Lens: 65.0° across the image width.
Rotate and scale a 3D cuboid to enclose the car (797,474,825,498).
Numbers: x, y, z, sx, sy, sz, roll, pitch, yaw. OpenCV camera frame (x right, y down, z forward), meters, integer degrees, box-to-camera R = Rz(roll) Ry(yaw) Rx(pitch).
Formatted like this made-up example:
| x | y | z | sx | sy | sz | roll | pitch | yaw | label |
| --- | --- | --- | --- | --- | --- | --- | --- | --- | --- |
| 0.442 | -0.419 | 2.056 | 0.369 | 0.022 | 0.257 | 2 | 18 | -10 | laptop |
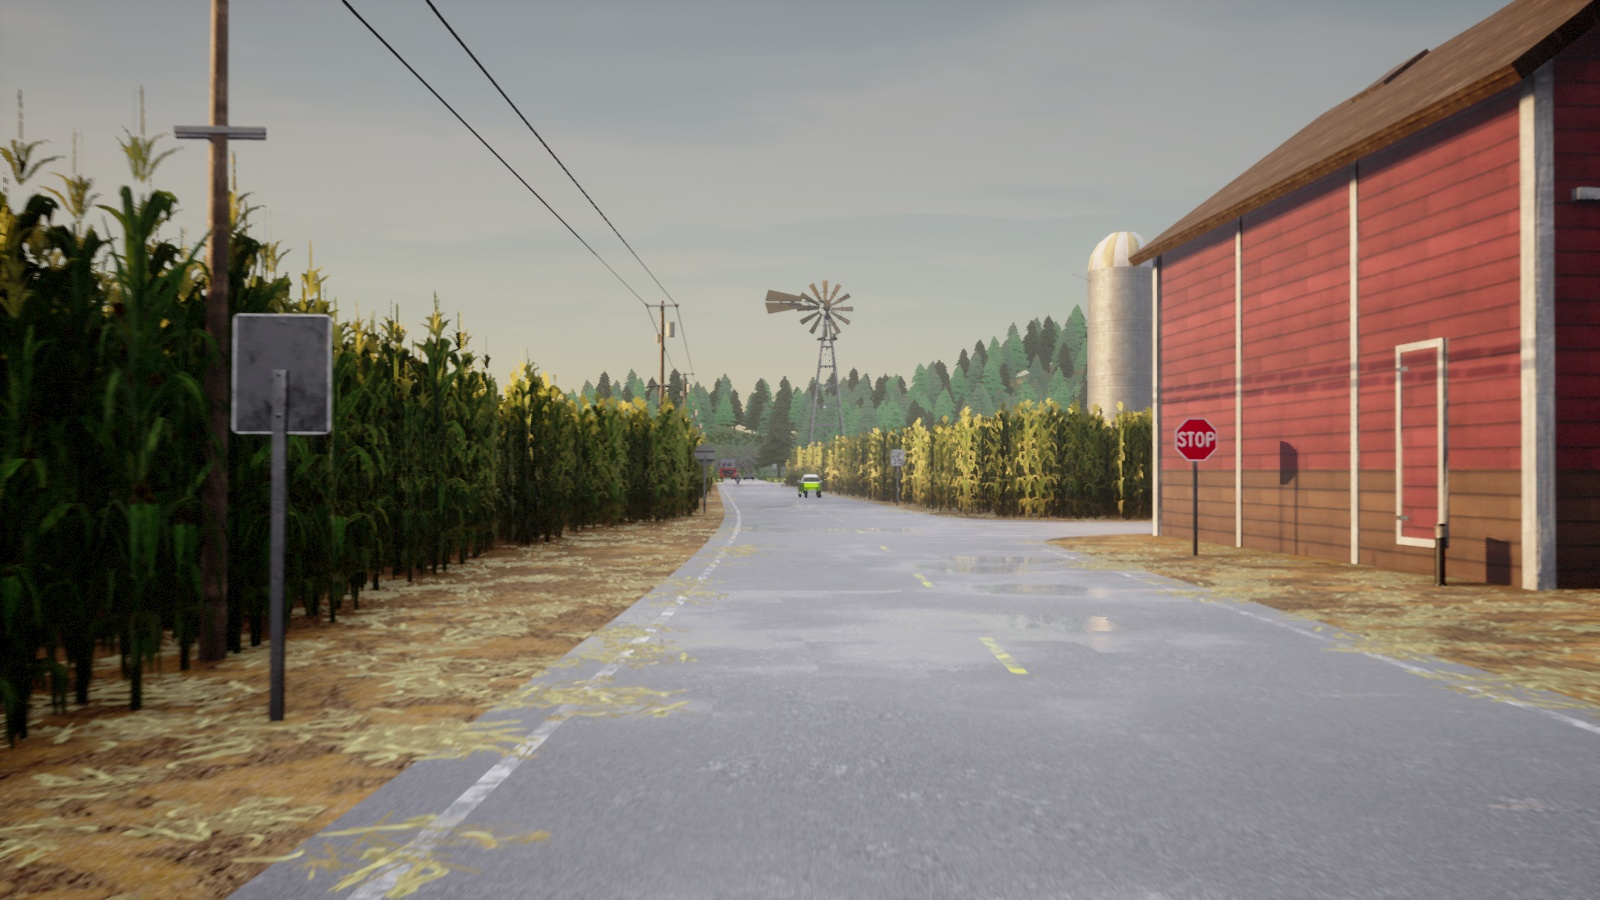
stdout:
| x | y | z | sx | sy | sz | roll | pitch | yaw | label |
| --- | --- | --- | --- | --- | --- | --- | --- | --- | --- |
| 0.664 | 2.112 | 74.359 | 1.481 | 1.376 | 2.207 | 0 | -1 | -4 | car |
